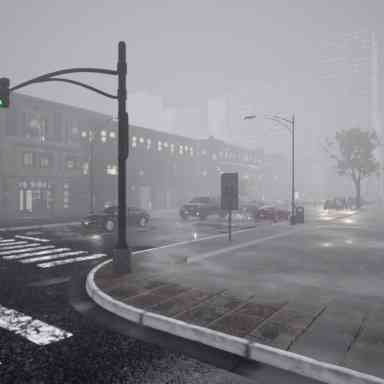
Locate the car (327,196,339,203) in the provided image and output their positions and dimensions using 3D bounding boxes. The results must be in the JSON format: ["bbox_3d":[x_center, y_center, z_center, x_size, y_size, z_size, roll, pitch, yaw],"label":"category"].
[{"bbox_3d":[34.683,1.893,81.571,1.967,1.590,4.097,0,-1,35],"label":"car"}]

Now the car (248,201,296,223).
[{"bbox_3d":[6.564,1.670,27.027,1.887,1.381,4.507,0,0,35],"label":"car"}]

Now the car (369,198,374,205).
[{"bbox_3d":[35.168,1.971,67.709,1.802,1.307,4.206,0,-1,35],"label":"car"}]

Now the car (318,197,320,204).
[{"bbox_3d":[28.317,1.828,72.537,1.967,1.590,4.097,0,-1,35],"label":"car"}]

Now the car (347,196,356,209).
[{"bbox_3d":[22.435,1.581,49.643,2.192,1.841,5.009,0,-1,35],"label":"car"}]

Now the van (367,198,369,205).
[{"bbox_3d":[31.985,1.699,63.194,1.690,1.788,3.998,0,-1,35],"label":"van"}]

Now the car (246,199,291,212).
[{"bbox_3d":[7.734,1.699,33.266,2.033,1.411,5.357,0,0,35],"label":"car"}]

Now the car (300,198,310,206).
[{"bbox_3d":[18.768,1.846,58.985,2.008,1.369,4.403,0,-1,35],"label":"car"}]

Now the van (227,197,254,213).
[{"bbox_3d":[6.035,1.518,40.918,1.690,1.788,3.998,0,0,35],"label":"van"}]

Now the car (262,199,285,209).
[{"bbox_3d":[12.304,1.759,49.812,1.752,1.417,4.829,0,-1,35],"label":"car"}]

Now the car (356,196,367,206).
[{"bbox_3d":[28.802,1.642,58.678,2.192,1.841,5.009,0,-1,35],"label":"car"}]

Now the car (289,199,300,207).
[{"bbox_3d":[15.585,1.815,54.468,2.008,1.369,4.403,0,-1,35],"label":"car"}]

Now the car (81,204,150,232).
[{"bbox_3d":[-4.732,1.578,21.173,1.837,1.490,4.892,0,0,34],"label":"car"}]

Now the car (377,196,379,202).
[{"bbox_3d":[41.534,2.037,76.743,1.802,1.307,4.206,0,-1,35],"label":"car"}]

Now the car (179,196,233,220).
[{"bbox_3d":[1.157,1.340,29.490,2.150,2.045,5.566,0,0,35],"label":"car"}]

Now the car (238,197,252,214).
[{"bbox_3d":[7.072,1.660,37.861,2.128,1.511,4.902,0,0,35],"label":"car"}]

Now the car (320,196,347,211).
[{"bbox_3d":[19.252,1.676,45.125,1.967,1.590,4.097,0,-1,35],"label":"car"}]

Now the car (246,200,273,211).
[{"bbox_3d":[9.219,1.756,45.434,2.008,1.369,4.403,0,0,35],"label":"car"}]

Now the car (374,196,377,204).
[{"bbox_3d":[38.449,1.948,72.366,1.752,1.417,4.829,0,-1,35],"label":"car"}]

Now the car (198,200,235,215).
[{"bbox_3d":[2.755,1.674,36.261,1.752,1.417,4.829,0,0,35],"label":"car"}]

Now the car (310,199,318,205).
[{"bbox_3d":[21.951,1.876,63.503,2.008,1.369,4.403,0,-1,35],"label":"car"}]
